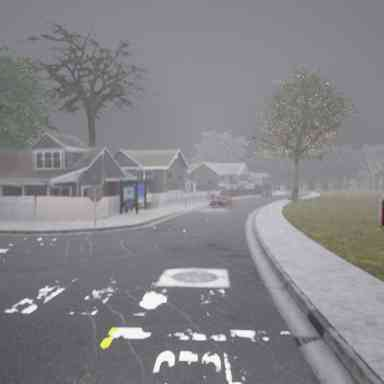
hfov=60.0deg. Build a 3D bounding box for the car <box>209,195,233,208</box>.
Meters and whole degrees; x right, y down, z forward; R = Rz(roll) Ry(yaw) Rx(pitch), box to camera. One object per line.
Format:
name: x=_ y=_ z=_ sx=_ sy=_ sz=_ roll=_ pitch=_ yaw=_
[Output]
car: x=3.348 y=1.059 z=37.772 sx=1.895 sy=1.301 sz=4.718 roll=1 pitch=1 yaw=17
